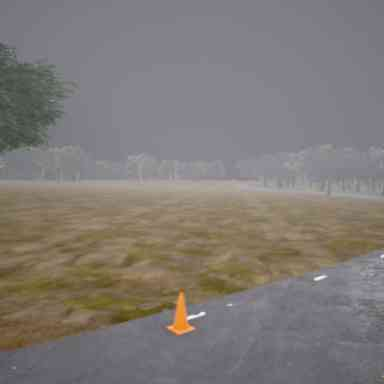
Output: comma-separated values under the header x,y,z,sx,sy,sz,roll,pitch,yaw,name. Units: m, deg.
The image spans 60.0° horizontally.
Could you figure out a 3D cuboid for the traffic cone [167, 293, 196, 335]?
x,y,z,sx,sy,sz,roll,pitch,yaw,name
-0.172,1.947,5.446,0.340,0.580,0.340,0,0,-38,traffic cone
